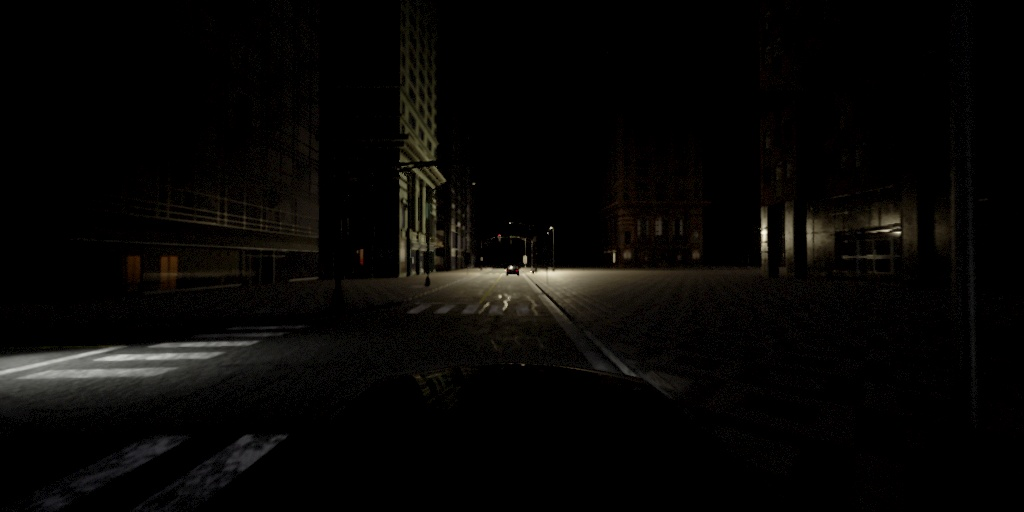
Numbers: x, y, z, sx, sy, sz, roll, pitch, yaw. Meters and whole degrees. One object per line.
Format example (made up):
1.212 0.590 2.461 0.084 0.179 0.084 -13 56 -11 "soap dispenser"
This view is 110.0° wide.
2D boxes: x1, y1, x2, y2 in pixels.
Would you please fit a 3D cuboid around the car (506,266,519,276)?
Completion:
0.096 1.999 48.832 2.033 1.411 5.357 0 -1 0 "car"
